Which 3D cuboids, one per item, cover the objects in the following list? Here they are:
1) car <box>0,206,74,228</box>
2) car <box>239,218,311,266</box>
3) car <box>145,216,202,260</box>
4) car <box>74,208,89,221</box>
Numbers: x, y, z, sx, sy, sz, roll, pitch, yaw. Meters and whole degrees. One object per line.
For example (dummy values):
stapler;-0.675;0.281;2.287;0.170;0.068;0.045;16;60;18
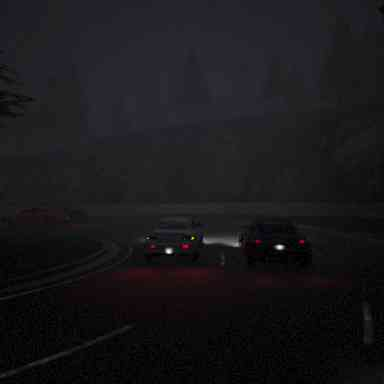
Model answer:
car;-12.152;1.858;25.638;5.008;1.535;1.882;-1;-1;-4
car;2.798;1.616;11.789;1.994;1.385;4.181;-1;0;6
car;-0.629;1.637;12.758;1.812;1.442;4.674;0;0;2
car;-11.939;1.952;29.282;5.357;1.411;2.033;-1;-1;-5
